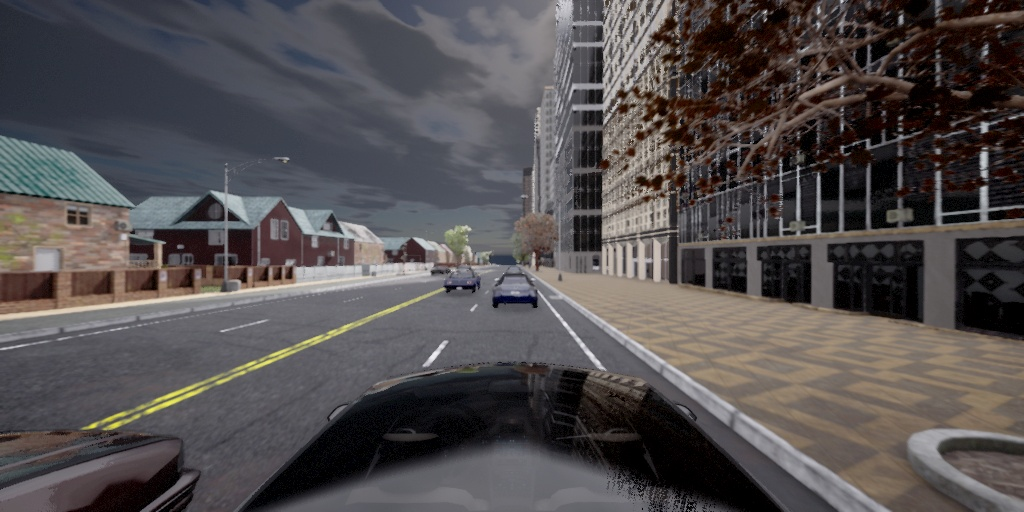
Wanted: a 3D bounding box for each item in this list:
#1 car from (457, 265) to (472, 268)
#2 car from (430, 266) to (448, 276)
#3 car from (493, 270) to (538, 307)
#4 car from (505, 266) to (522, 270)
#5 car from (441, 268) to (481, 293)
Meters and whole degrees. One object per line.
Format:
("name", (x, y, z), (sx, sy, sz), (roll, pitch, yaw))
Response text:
("car", (-6.389, 1.911, 48.431), (2.128, 1.511, 4.902), (0, -1, 1))
("car", (-9.640, 2.017, 48.320), (1.895, 1.301, 4.718), (0, -1, 1))
("car", (0.139, 1.515, 16.808), (1.994, 1.385, 4.181), (0, -1, 0))
("car", (0.208, 1.868, 40.848), (1.994, 1.385, 4.181), (0, -1, 0))
("car", (-3.092, 1.645, 23.443), (1.895, 1.301, 4.718), (0, -1, 0))
